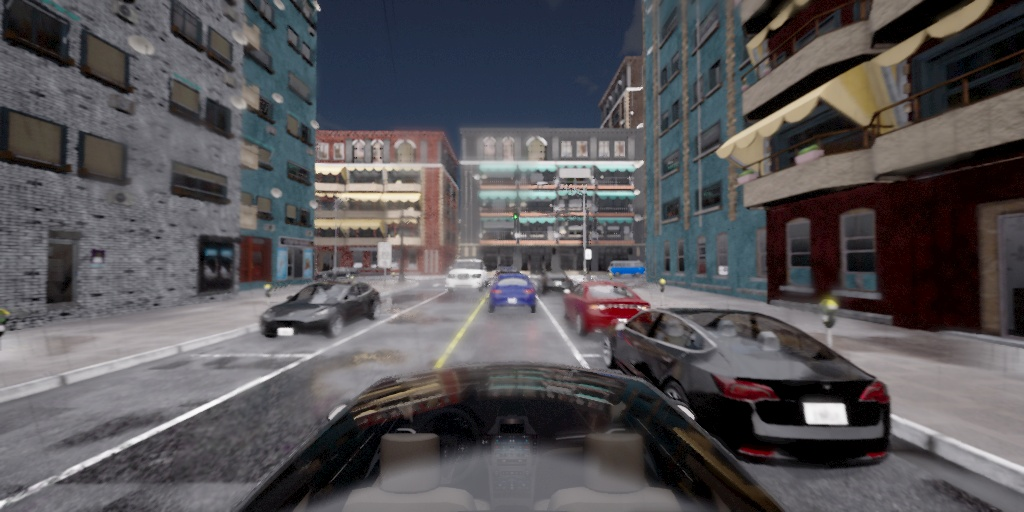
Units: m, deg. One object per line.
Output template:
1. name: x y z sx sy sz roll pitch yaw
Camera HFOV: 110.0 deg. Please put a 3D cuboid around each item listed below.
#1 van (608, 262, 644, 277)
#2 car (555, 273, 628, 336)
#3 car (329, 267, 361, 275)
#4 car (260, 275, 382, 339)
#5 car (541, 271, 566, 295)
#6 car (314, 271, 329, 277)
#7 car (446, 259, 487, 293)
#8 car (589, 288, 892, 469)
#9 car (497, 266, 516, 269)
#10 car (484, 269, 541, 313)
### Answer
1. van: 13.068 1.530 41.279 3.998 1.789 1.690 0 0 0
2. car: 2.561 1.401 10.578 1.888 1.381 4.507 0 0 0
3. car: -19.717 1.945 41.215 4.403 1.370 2.007 0 0 0
4. car: -5.286 1.421 10.549 1.948 1.339 4.313 0 0 0
5. car: 2.556 1.559 21.704 1.948 1.339 4.313 0 0 0
6. car: -19.670 1.645 33.078 4.097 1.591 1.967 0 0 0
7. car: -2.793 1.238 23.501 2.150 2.045 5.566 0 -1 1
8. car: 2.564 1.355 5.013 1.948 1.339 4.313 0 0 0
9. car: -0.467 1.579 29.182 2.128 1.511 4.902 0 -1 -8
10. car: 0.046 1.434 14.896 1.812 1.442 4.674 0 0 0
